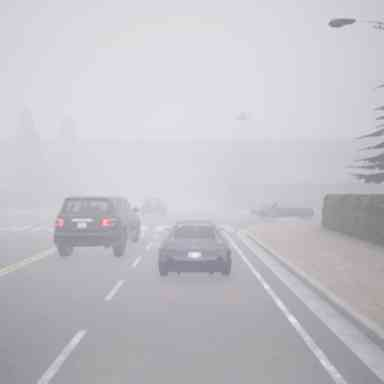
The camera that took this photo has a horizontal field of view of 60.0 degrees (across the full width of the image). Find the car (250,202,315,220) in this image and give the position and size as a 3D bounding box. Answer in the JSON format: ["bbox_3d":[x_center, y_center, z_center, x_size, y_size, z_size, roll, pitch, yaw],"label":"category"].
[{"bbox_3d":[7.057,1.463,25.828,4.718,1.301,1.895,0,0,-11],"label":"car"}]

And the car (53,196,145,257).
[{"bbox_3d":[-3.406,1.170,12.944,2.150,2.045,5.566,0,-1,0],"label":"car"}]

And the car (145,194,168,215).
[{"bbox_3d":[-3.405,1.205,31.057,2.097,1.767,4.553,0,0,0],"label":"car"}]

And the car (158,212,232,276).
[{"bbox_3d":[0.078,1.531,10.289,1.994,1.385,4.181,0,0,0],"label":"car"}]

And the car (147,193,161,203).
[{"bbox_3d":[-7.029,1.154,61.508,2.097,1.767,4.553,0,0,1],"label":"car"}]

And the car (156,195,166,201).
[{"bbox_3d":[-6.998,1.350,76.260,1.895,1.301,4.718,0,0,0],"label":"car"}]
